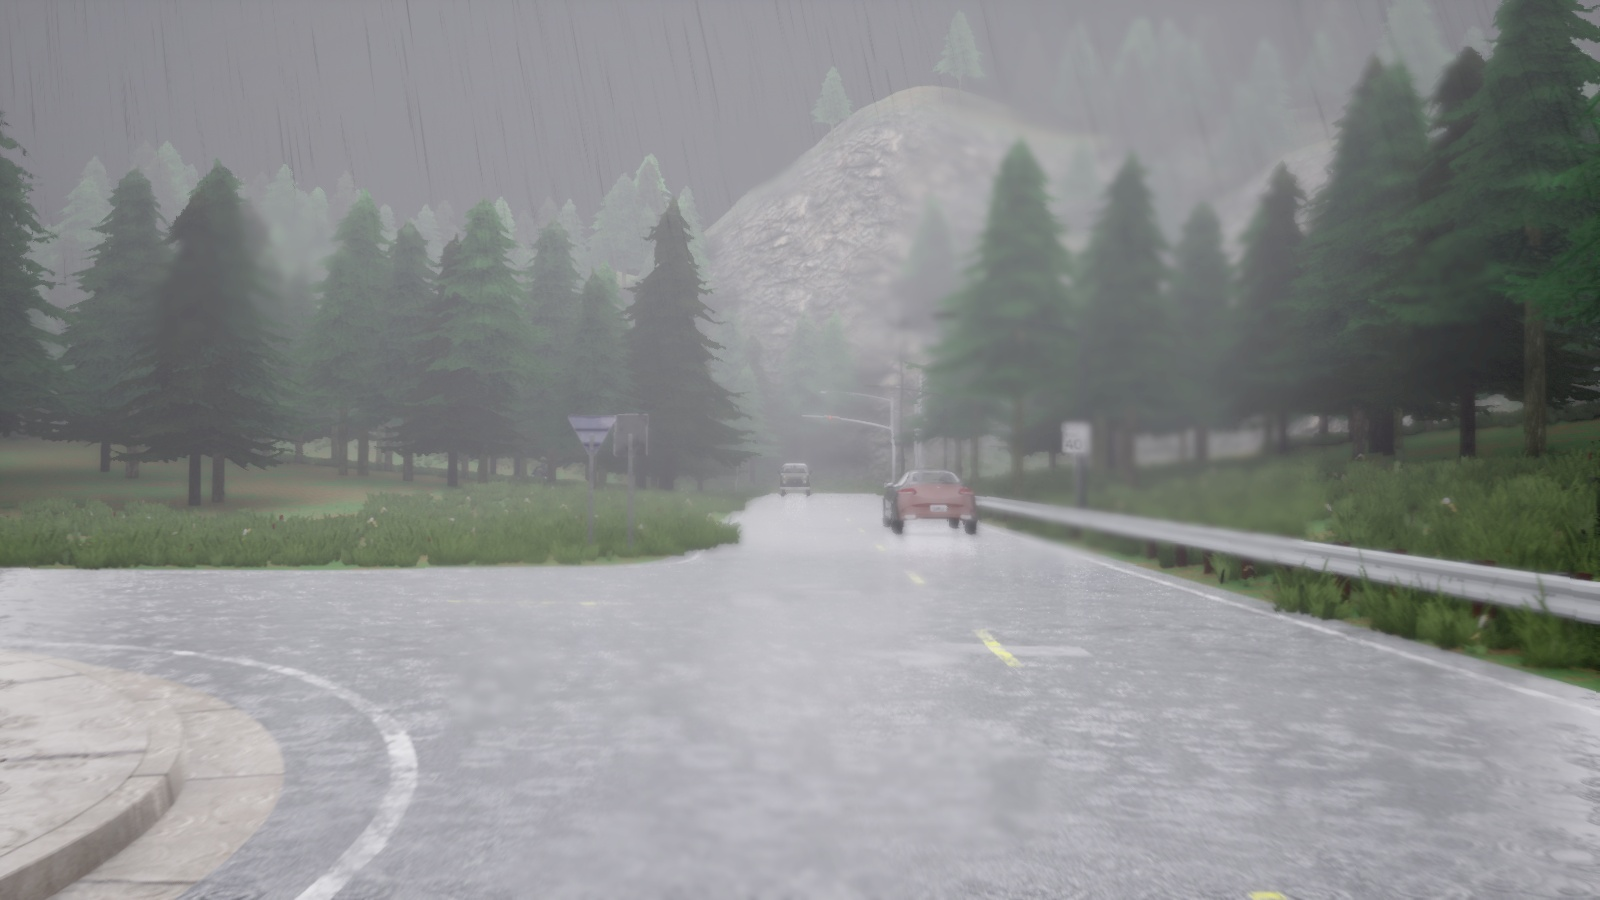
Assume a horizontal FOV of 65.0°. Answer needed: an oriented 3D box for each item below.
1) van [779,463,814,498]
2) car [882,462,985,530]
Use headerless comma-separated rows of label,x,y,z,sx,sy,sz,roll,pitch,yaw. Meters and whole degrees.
van,-0.168,1.868,76.598,2.069,2.038,4.480,0,-1,1
car,3.419,1.155,33.158,2.152,1.651,5.027,0,-1,0
